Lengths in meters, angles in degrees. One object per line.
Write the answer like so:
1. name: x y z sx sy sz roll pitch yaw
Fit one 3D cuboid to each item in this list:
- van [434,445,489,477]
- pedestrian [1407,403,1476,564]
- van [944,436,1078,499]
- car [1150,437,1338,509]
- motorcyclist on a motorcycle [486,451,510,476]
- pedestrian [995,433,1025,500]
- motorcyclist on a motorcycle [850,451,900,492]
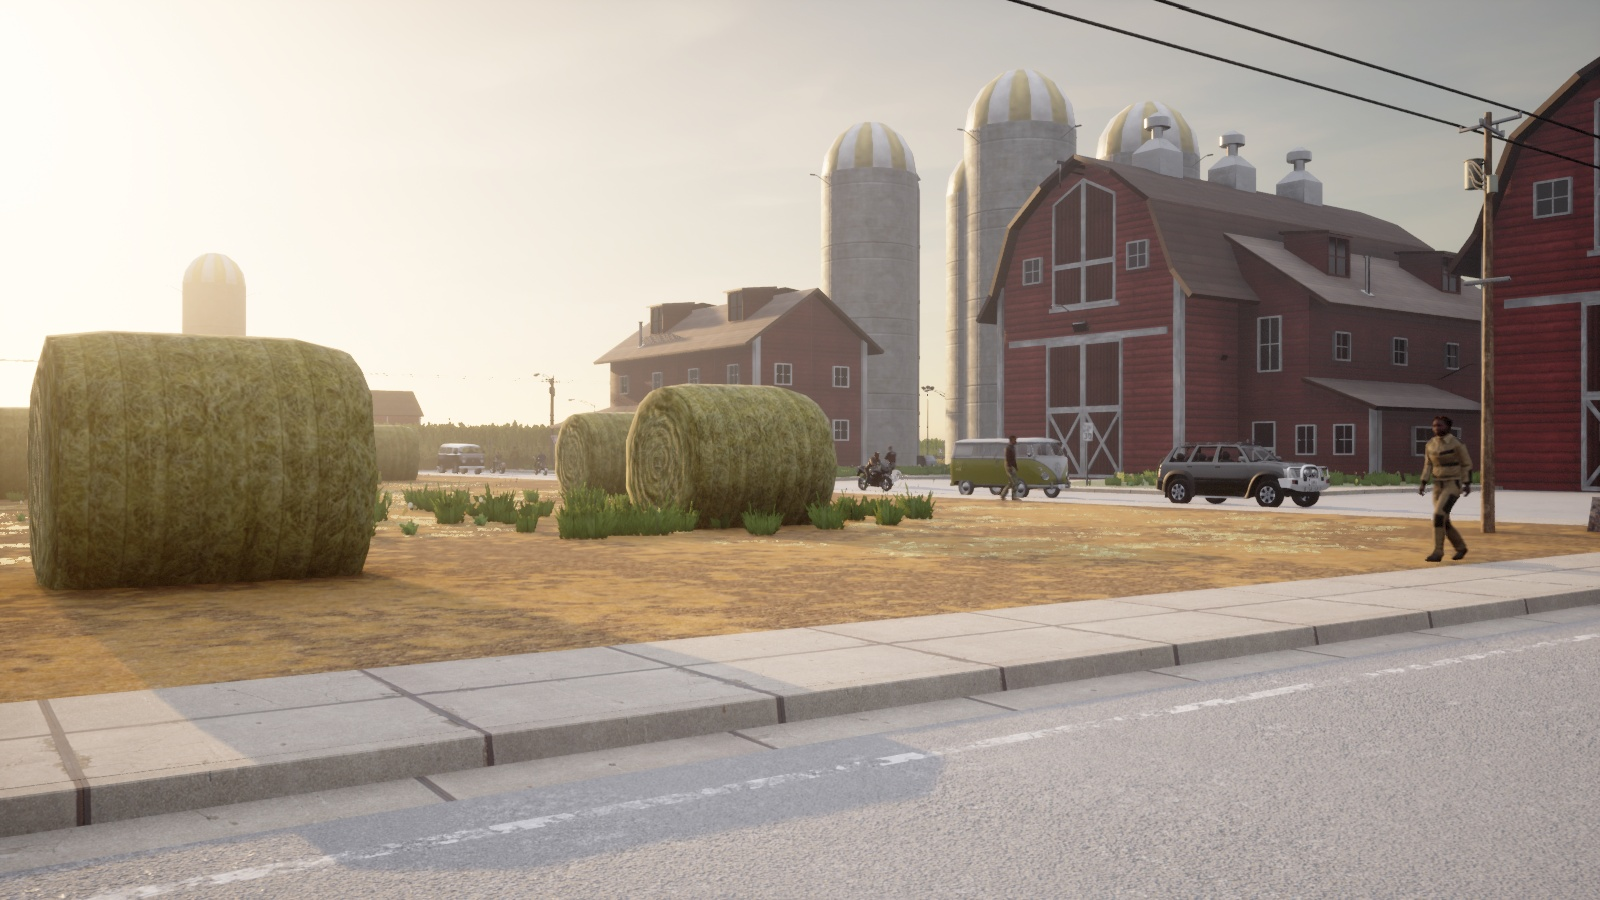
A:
1. van: -22.249 0.690 82.460 2.069 2.038 4.480 0 0 -36
2. pedestrian: 7.877 0.404 15.421 0.692 1.930 0.396 0 0 -25
3. van: 6.999 0.559 42.020 1.775 1.987 4.442 0 0 -36
4. car: 12.212 0.591 34.812 1.932 1.855 4.605 0 0 -36
5. motorcyclist on a motorcycle: -20.838 0.924 86.484 0.766 1.649 2.350 0 0 -36
6. pedestrian: 5.784 0.449 34.539 0.703 1.840 0.431 0 0 27
7. motorcyclist on a motorcycle: 2.848 0.810 47.760 0.797 1.523 2.044 0 0 -36
